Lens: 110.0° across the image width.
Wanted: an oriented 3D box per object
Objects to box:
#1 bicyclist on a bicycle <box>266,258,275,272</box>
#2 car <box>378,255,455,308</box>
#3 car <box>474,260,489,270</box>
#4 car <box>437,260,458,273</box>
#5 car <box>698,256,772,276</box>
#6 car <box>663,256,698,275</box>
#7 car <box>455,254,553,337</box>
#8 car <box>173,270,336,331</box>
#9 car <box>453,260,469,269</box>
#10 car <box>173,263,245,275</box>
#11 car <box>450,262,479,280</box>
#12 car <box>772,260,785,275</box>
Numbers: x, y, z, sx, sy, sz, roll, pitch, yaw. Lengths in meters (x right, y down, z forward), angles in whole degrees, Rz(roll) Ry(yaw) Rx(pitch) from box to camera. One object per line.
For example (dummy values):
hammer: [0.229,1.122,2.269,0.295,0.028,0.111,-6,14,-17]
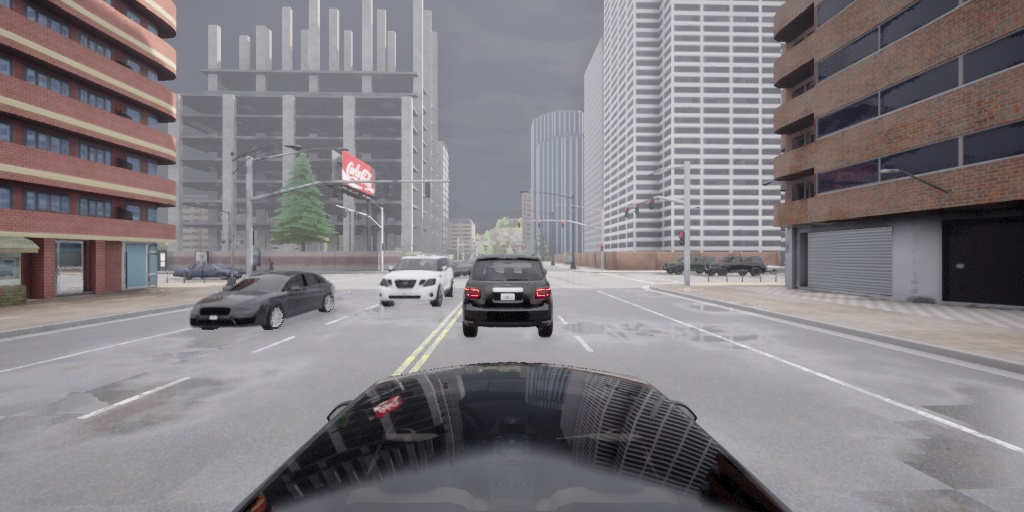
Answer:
bicyclist on a bicycle: [-28.696,1.051,42.535,0.582,1.620,1.656,0,0,-1]
car: [-3.871,0.972,15.500,2.150,2.045,5.566,0,0,-1]
car: [-4.655,1.314,54.631,1.994,1.385,4.181,0,0,-1]
car: [-7.956,1.255,44.495,1.837,1.490,4.892,0,0,-1]
car: [22.003,0.971,35.555,5.566,2.045,2.150,0,0,-2]
car: [19.393,0.972,38.985,5.566,2.045,2.150,0,0,-1]
car: [-0.118,0.971,10.407,2.150,2.045,5.566,0,0,-1]
car: [-7.279,1.256,11.113,1.837,1.490,4.892,0,0,-1]
car: [-8.216,1.314,57.958,1.994,1.385,4.181,0,0,-1]
car: [-25.618,1.297,30.627,5.357,1.411,2.033,0,0,-1]
car: [-4.212,1.297,32.510,2.033,1.411,5.357,0,0,-1]
car: [29.523,1.351,39.234,4.718,1.301,1.895,0,0,-1]
